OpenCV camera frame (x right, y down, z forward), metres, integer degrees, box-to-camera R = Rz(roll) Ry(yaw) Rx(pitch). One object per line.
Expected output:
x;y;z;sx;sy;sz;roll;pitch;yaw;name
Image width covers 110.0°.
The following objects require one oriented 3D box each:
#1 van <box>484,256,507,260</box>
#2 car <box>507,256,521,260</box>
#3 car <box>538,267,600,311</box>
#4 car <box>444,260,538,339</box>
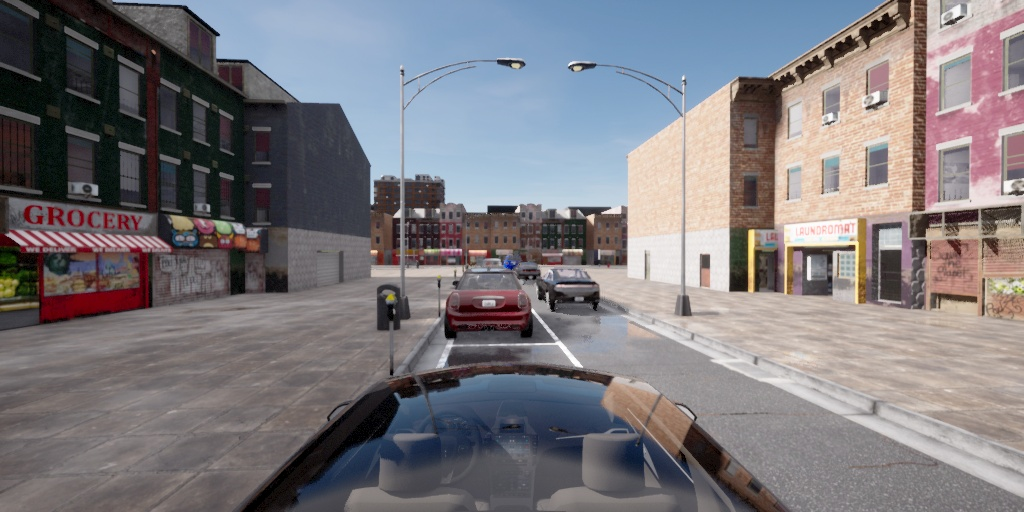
-1.505;1.091;27.174;1.690;1.789;3.998;0;0;-4;van
0.051;0.979;42.770;2.150;2.045;5.566;0;0;-4;car
2.120;1.240;14.587;2.128;1.511;4.902;0;0;-4;car
-0.676;1.101;10.313;2.097;1.767;4.553;0;0;-4;car
